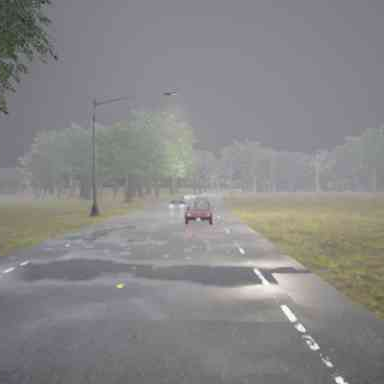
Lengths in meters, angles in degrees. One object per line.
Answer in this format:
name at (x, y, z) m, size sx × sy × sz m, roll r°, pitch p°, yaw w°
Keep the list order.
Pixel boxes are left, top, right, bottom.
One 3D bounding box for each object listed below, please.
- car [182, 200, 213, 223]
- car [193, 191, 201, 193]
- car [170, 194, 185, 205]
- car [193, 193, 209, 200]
car at (0.488, 1.471, 23.808) m, size 1.895 × 1.301 × 4.718 m, roll 0°, pitch 1°, yaw 2°
car at (1.378, 0.319, 89.470) m, size 2.033 × 1.411 × 5.357 m, roll 0°, pitch 1°, yaw 6°
car at (-2.071, 1.044, 49.065) m, size 1.837 × 1.490 × 4.892 m, roll 0°, pitch 1°, yaw 4°
car at (1.284, 1.192, 43.081) m, size 1.994 × 1.385 × 4.181 m, roll 0°, pitch 1°, yaw 3°
